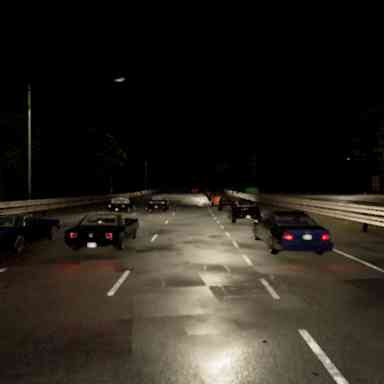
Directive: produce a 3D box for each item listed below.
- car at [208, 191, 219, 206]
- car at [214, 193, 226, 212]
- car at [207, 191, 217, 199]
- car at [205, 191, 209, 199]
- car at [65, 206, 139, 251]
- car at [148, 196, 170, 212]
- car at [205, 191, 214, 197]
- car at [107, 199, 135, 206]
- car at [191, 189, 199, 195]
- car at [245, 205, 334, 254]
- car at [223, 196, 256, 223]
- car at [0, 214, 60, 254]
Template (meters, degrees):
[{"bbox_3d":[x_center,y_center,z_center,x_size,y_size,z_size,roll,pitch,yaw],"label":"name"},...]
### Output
[{"bbox_3d":[3.692,0.916,45.251,2.097,1.767,4.553,0,1,1],"label":"car"},{"bbox_3d":[3.605,1.179,34.313,1.837,1.490,4.892,0,1,0],"label":"car"},{"bbox_3d":[3.945,0.591,67.401,1.801,1.575,5.366,0,1,1],"label":"car"},{"bbox_3d":[3.804,0.735,56.211,2.097,1.767,4.553,0,1,1],"label":"car"},{"bbox_3d":[-3.388,1.482,13.496,1.895,1.301,4.718,0,1,0],"label":"car"},{"bbox_3d":[-3.298,1.175,33.402,2.128,1.511,4.902,0,1,0],"label":"car"},{"bbox_3d":[4.105,0.442,78.181,2.033,1.411,5.357,0,1,1],"label":"car"},{"bbox_3d":[-6.805,1.295,32.379,1.895,1.301,4.718,0,1,0],"label":"car"},{"bbox_3d":[0.767,0.018,88.296,1.812,1.442,4.674,0,1,1],"label":"car"},{"bbox_3d":[3.612,1.434,12.881,2.033,1.411,5.357,0,1,0],"label":"car"},{"bbox_3d":[3.544,1.288,23.342,1.837,1.490,4.892,0,1,0],"label":"car"},{"bbox_3d":[-6.889,1.487,12.943,1.895,1.301,4.718,0,1,0],"label":"car"}]
